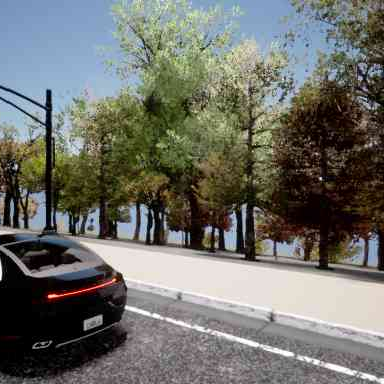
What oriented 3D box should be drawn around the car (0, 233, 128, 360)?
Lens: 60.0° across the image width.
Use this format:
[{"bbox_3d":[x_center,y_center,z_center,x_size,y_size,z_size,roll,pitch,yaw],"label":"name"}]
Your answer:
[{"bbox_3d":[-3.236,1.505,5.954,4.892,1.490,1.837,0,0,38],"label":"car"}]
